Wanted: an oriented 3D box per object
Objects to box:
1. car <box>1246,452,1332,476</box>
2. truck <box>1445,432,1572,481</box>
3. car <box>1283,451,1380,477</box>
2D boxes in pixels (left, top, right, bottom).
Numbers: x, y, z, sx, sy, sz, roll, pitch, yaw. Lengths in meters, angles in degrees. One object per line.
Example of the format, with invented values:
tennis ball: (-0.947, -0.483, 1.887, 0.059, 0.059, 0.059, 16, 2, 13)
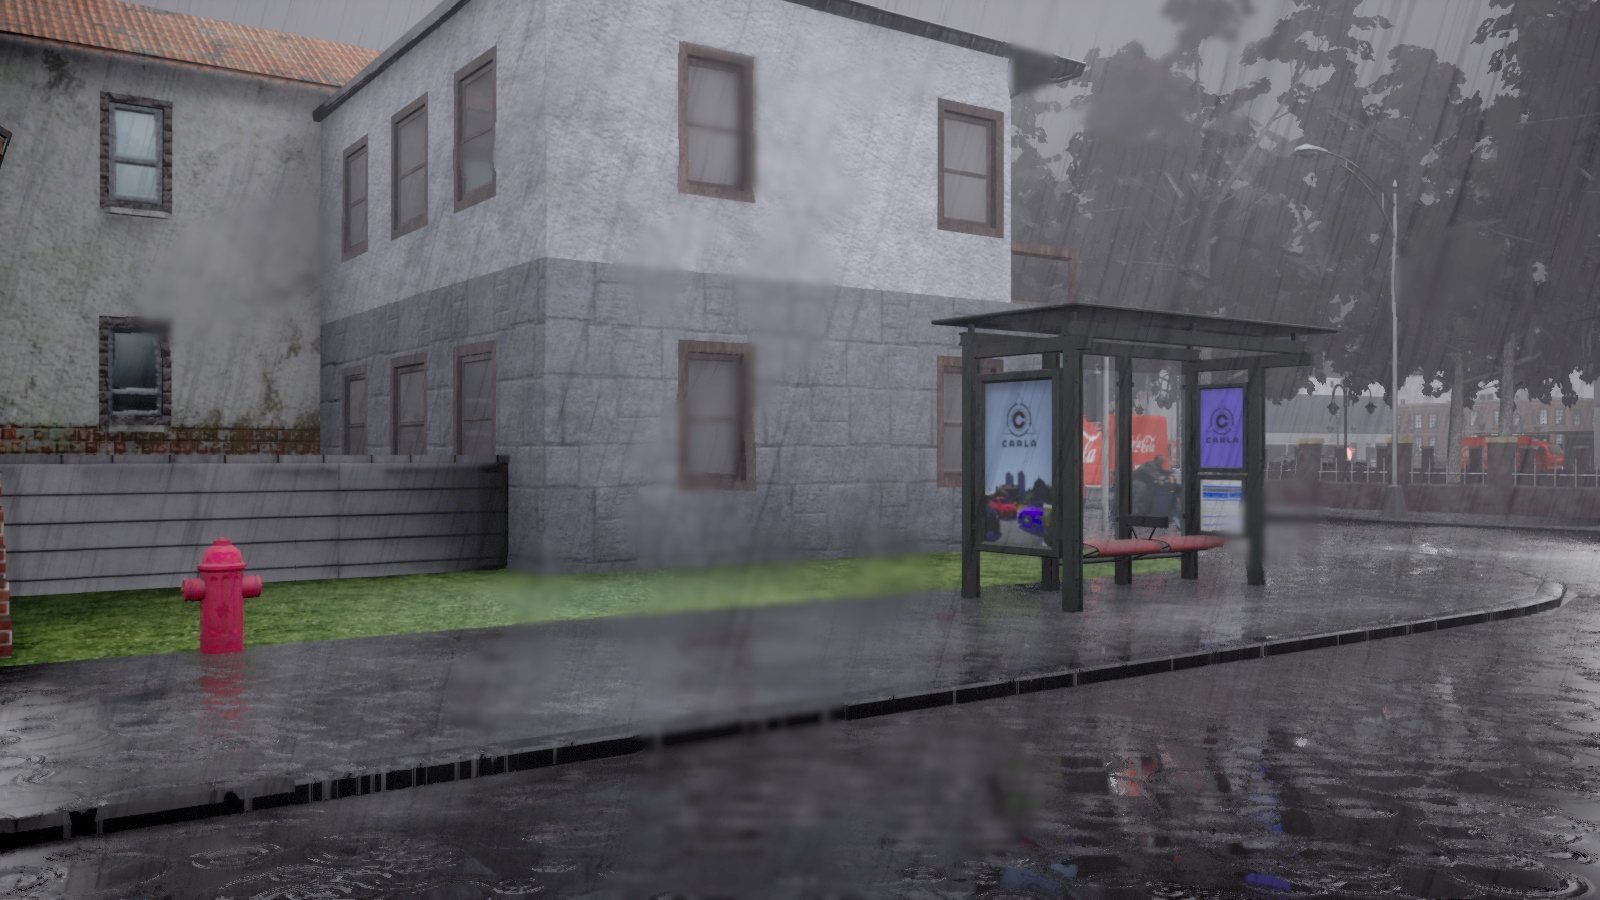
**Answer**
car: (31.795, 0.877, 81.797, 2.163, 1.488, 4.792, 0, 0, -35)
truck: (37.576, 0.345, 66.725, 2.627, 2.467, 5.204, 0, 0, -35)
car: (31.698, 0.817, 75.014, 2.128, 1.511, 4.902, 0, 0, -35)
